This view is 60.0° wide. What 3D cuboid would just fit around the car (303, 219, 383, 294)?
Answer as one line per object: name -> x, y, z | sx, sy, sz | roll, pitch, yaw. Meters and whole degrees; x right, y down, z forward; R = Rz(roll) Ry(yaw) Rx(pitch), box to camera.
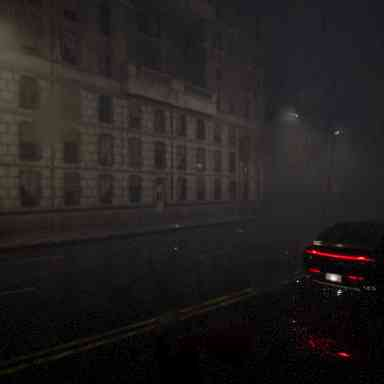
car -> 4.583, 1.461, 8.434 | 4.892, 1.490, 1.837 | -1, 1, -45
